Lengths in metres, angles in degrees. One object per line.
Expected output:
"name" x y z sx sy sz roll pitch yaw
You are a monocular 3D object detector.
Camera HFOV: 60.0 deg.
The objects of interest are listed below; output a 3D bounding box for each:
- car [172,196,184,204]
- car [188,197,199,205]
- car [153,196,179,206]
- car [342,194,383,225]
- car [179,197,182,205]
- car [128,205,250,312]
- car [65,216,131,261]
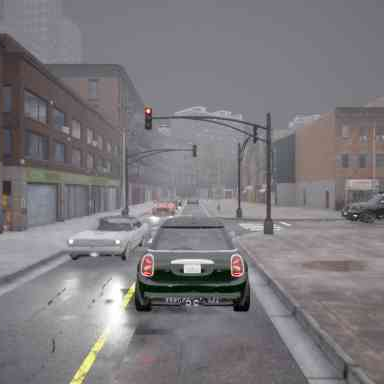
"car" -2.684 1.589 64.323 2.033 1.411 5.357 0 0 0
"car" 0.208 1.601 62.072 1.994 1.385 4.181 0 0 0
"car" -2.792 1.359 33.880 2.097 1.767 4.553 0 0 0
"car" 13.492 1.139 23.214 5.566 2.045 2.150 0 0 0
"car" -2.776 1.562 43.349 2.033 1.411 5.357 0 0 0
"car" 0.022 1.352 7.888 2.097 1.767 4.553 0 0 0
"car" -2.926 1.600 12.328 1.895 1.301 4.718 0 0 2
